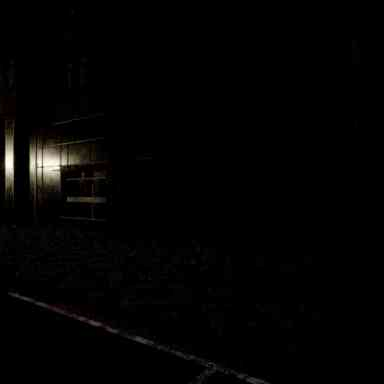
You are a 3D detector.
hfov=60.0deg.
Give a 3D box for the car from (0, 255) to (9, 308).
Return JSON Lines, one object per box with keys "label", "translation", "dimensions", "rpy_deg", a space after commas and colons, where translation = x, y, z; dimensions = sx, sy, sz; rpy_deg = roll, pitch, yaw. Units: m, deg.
{"label": "car", "translation": [-5.626, 1.353, 6.536], "dimensions": [4.553, 1.767, 2.097], "rpy_deg": [0, 0, 36]}
